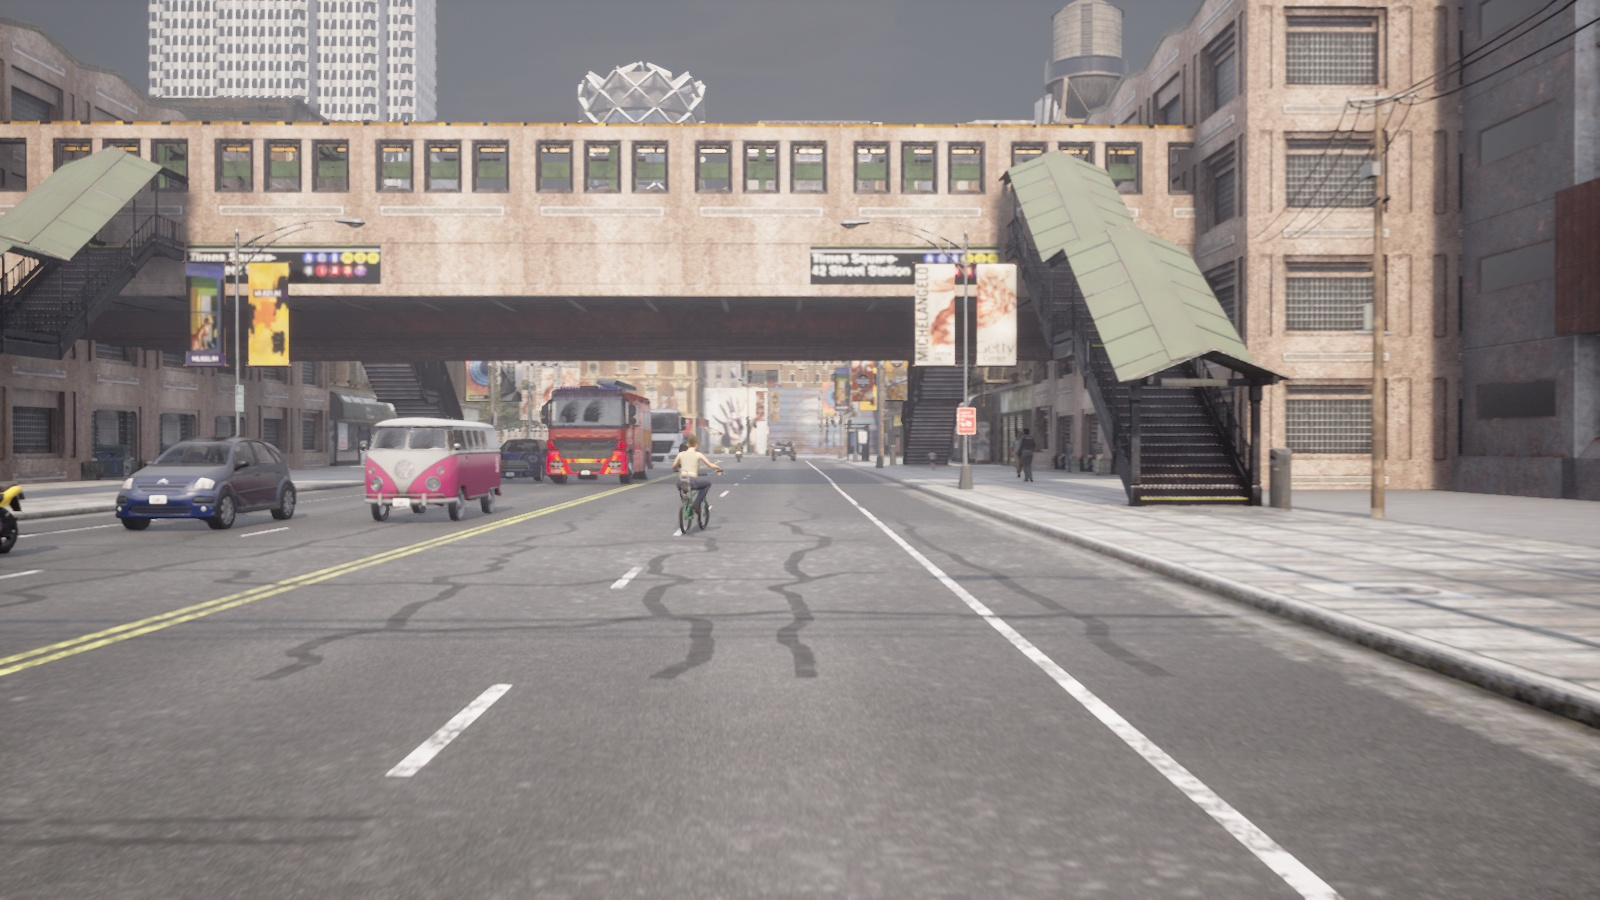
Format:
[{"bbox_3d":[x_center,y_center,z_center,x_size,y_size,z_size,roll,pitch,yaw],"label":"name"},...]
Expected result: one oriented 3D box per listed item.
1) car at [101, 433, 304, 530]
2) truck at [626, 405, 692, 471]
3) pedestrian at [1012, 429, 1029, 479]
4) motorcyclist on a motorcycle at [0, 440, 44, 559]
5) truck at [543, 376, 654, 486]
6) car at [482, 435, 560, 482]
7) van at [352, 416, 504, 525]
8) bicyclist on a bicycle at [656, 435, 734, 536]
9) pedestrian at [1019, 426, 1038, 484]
[{"bbox_3d":[-10.770,0.509,22.967,1.851,1.617,3.988,0,0,-1],"label":"car"},{"bbox_3d":[-7.737,-0.634,69.995,2.891,3.462,7.936,0,0,-1],"label":"truck"},{"bbox_3d":[8.264,0.143,47.058,0.540,1.848,0.694,0,0,5],"label":"pedestrian"},{"bbox_3d":[-10.626,0.633,15.959,0.797,1.523,2.044,0,0,0],"label":"motorcyclist on a motorcycle"},{"bbox_3d":[-7.501,-0.692,47.875,2.891,3.827,8.468,0,0,0],"label":"truck"},{"bbox_3d":[-11.010,0.318,49.904,2.097,1.767,4.553,0,0,0],"label":"car"},{"bbox_3d":[-7.297,0.354,25.122,1.775,1.987,4.442,0,0,-1],"label":"van"},{"bbox_3d":[-1.718,0.565,20.851,0.866,1.612,1.509,0,0,13],"label":"bicyclist on a bicycle"},{"bbox_3d":[7.715,0.169,42.349,0.402,1.930,0.666,0,0,-13],"label":"pedestrian"}]
